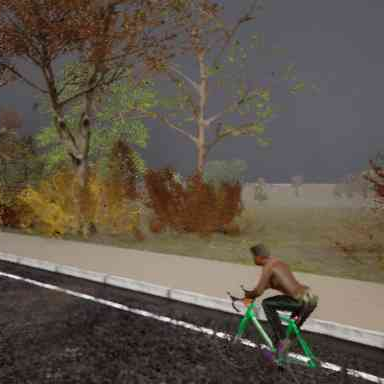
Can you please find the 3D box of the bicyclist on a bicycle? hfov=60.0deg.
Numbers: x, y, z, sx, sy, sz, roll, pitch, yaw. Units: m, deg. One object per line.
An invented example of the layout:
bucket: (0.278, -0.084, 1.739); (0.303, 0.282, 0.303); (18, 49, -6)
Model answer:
bicyclist on a bicycle: (0.953, 1.452, 3.955); (1.656, 1.620, 0.582); (0, 0, 35)
